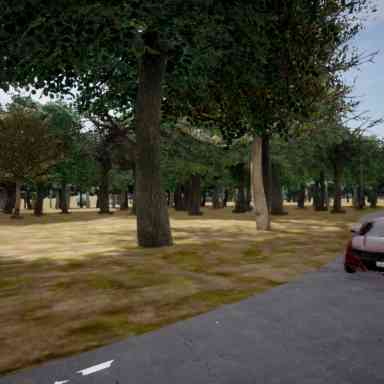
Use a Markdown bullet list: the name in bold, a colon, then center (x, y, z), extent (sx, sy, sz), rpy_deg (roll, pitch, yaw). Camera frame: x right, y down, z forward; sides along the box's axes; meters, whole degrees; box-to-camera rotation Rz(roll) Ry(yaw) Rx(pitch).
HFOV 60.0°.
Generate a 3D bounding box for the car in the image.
- **car**: center (6.134, 1.543, 10.246), extent (1.882, 1.535, 5.008), rpy_deg (0, 0, 35)
